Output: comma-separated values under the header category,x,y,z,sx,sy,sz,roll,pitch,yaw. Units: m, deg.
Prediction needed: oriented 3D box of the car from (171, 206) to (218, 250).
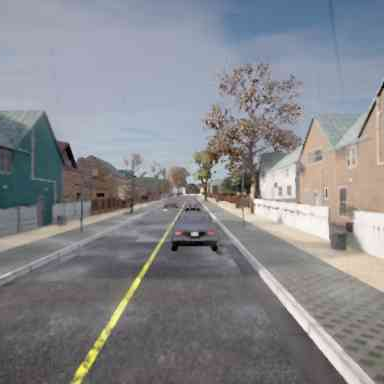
category,x,y,z,sx,sy,sz,roll,pitch,yaw
car,0.096,1.555,14.415,2.033,1.411,5.357,0,0,0

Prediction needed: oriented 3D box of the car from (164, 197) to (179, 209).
category,x,y,z,sx,sy,sz,roll,pitch,yaw
car,-2.791,1.520,45.924,1.837,1.490,4.892,0,0,1

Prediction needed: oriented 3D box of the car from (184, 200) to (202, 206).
category,x,y,z,sx,sy,sz,roll,pitch,yaw
car,0.094,1.560,37.887,2.033,1.411,5.357,0,0,0
